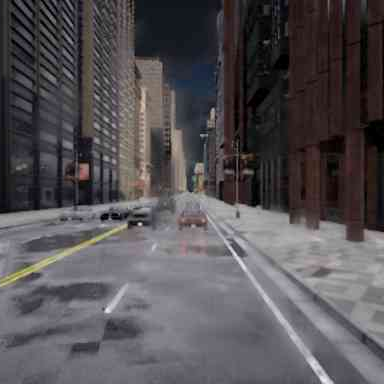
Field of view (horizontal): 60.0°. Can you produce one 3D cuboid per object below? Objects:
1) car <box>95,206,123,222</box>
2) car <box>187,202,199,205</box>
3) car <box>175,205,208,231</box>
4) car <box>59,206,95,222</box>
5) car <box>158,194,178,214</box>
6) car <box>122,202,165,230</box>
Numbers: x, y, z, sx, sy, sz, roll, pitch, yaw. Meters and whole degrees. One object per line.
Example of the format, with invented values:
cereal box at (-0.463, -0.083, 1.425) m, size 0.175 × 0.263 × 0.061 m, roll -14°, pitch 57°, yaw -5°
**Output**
car at (-6.543, 1.872, 28.869) m, size 1.895 × 1.301 × 4.718 m, roll 0°, pitch -1°, yaw 1°
car at (0.100, 1.940, 41.930) m, size 2.033 × 1.411 × 5.357 m, roll 0°, pitch 0°, yaw 0°
car at (0.084, 1.814, 22.526) m, size 1.895 × 1.301 × 4.718 m, roll 0°, pitch -1°, yaw 0°
car at (-9.792, 1.872, 28.871) m, size 1.895 × 1.301 × 4.718 m, roll 0°, pitch -1°, yaw 1°
car at (-3.154, 1.613, 41.544) m, size 2.150 × 2.045 × 5.566 m, roll 0°, pitch 0°, yaw 0°
car at (-3.167, 1.721, 22.749) m, size 1.837 × 1.490 × 4.892 m, roll 0°, pitch 0°, yaw 0°
